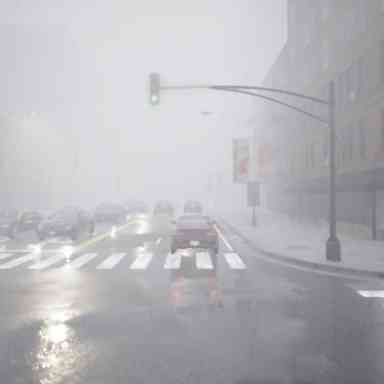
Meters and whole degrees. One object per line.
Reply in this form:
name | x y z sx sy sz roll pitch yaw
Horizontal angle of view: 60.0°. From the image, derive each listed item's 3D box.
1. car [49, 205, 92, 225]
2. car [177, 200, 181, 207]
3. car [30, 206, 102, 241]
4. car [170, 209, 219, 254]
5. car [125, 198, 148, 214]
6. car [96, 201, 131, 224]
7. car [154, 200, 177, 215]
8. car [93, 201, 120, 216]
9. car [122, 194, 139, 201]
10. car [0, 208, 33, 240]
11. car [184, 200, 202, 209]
car | -9.848 1.825 27.309 1.994 1.385 4.181 0 0 0
car | -3.178 2.141 62.693 1.994 1.385 4.181 0 -1 0
car | -6.599 1.701 18.014 1.812 1.442 4.674 0 -1 0
car | 0.096 1.662 14.082 1.812 1.442 4.674 0 -1 0
car | -6.589 1.861 40.743 1.882 1.535 5.008 0 0 0
car | -6.596 1.739 27.287 1.882 1.535 5.008 0 0 0
car | -3.159 1.714 38.455 2.097 1.767 4.553 0 -1 0
car | -9.844 1.868 38.560 1.837 1.490 4.892 0 0 0
car | -9.762 1.378 53.738 2.150 2.045 5.566 0 -1 0
car | -9.848 1.670 18.393 2.128 1.511 4.902 0 -1 0
car | 0.091 1.715 38.517 2.097 1.767 4.553 0 -1 0
